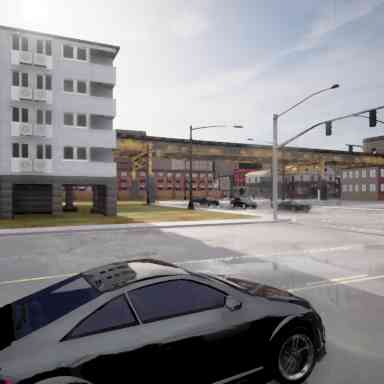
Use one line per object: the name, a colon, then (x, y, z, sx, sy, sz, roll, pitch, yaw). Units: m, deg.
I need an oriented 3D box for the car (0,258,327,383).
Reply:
car: (-0.346, 1.564, 4.078, 4.181, 1.385, 1.994, 0, 0, -30)

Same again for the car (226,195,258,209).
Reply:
car: (7.052, 1.505, 45.763, 1.837, 1.490, 4.892, 0, 0, -25)

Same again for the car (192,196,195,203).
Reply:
car: (0.742, 1.547, 65.788, 2.033, 1.411, 5.357, 0, 0, 3)

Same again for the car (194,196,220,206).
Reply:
car: (2.705, 1.547, 55.301, 2.033, 1.411, 5.357, 0, 0, -21)

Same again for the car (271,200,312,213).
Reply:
car: (11.070, 1.601, 37.291, 1.895, 1.301, 4.718, 0, 0, -26)
